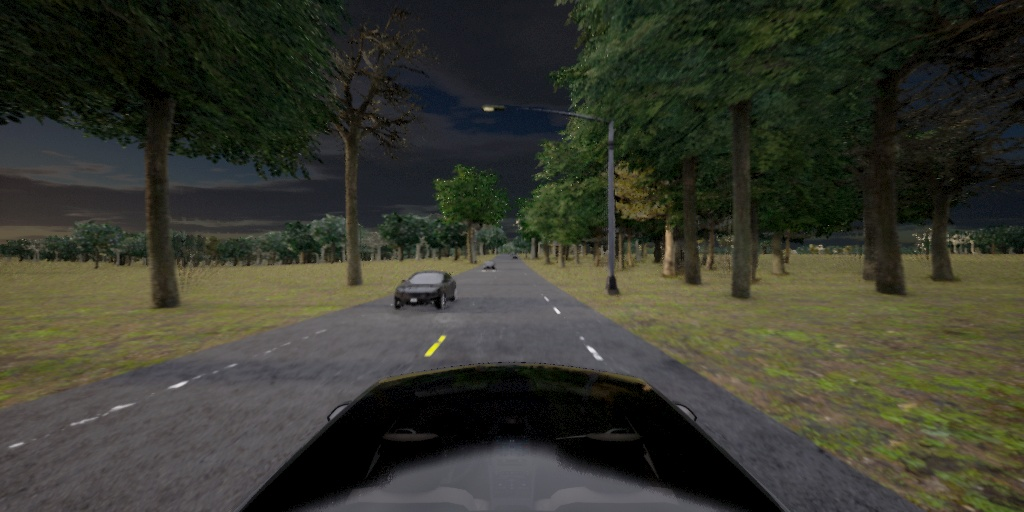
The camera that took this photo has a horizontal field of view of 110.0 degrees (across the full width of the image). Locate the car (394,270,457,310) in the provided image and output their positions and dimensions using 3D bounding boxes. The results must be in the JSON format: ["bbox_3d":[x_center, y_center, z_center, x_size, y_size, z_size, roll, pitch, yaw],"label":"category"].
[{"bbox_3d":[-3.603,1.374,15.665,1.882,1.535,5.008,0,-1,0],"label":"car"}]

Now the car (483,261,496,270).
[{"bbox_3d":[-3.558,1.492,57.290,1.837,1.490,4.892,0,1,1],"label":"car"}]
